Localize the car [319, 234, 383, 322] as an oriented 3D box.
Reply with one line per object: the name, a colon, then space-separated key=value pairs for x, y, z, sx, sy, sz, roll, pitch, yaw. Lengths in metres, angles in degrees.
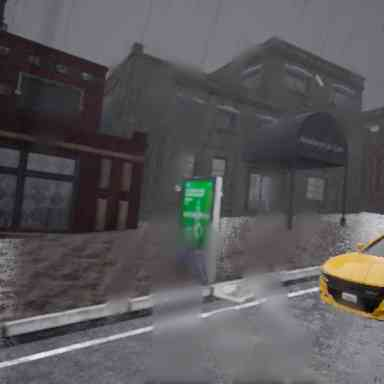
car: x=4.803 y=1.543 z=6.977 sx=5.008 sy=1.535 sz=1.882 roll=1 pitch=-1 yaw=-32
